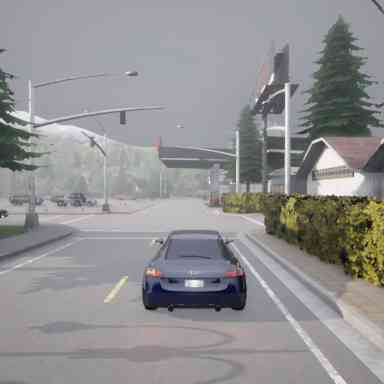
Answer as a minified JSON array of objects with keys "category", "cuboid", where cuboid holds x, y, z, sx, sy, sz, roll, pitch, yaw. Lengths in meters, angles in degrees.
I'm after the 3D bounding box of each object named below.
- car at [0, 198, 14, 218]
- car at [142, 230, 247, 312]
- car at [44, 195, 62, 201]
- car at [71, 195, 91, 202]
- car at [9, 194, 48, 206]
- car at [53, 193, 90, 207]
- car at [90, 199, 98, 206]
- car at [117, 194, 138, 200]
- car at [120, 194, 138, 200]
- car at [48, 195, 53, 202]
[{"category":"car","cuboid":[-16.053,1.356,23.658,5.357,1.411,2.033,0,0,0]},{"category":"car","cuboid":[0.059,1.564,7.798,1.994,1.385,4.181,0,0,1]},{"category":"car","cuboid":[-35.099,1.384,84.005,3.806,1.475,1.970,0,0,-1]},{"category":"car","cuboid":[-24.037,1.320,72.076,3.633,1.501,1.845,0,0,-1]},{"category":"car","cuboid":[-24.659,1.097,49.623,4.605,1.855,1.932,0,0,-1]},{"category":"car","cuboid":[-16.772,1.077,46.383,3.866,1.878,1.905,0,0,-1]},{"category":"car","cuboid":[-16.180,1.361,49.711,3.806,1.475,1.970,0,0,-1]},{"category":"car","cuboid":[-16.433,1.330,83.967,5.027,1.636,2.152,0,0,-1]},{"category":"car","cuboid":[-16.503,1.339,87.104,4.514,1.523,2.007,0,0,-1]},{"category":"car","cuboid":[-24.021,1.298,62.084,4.514,1.523,2.007,0,0,-1]}]
